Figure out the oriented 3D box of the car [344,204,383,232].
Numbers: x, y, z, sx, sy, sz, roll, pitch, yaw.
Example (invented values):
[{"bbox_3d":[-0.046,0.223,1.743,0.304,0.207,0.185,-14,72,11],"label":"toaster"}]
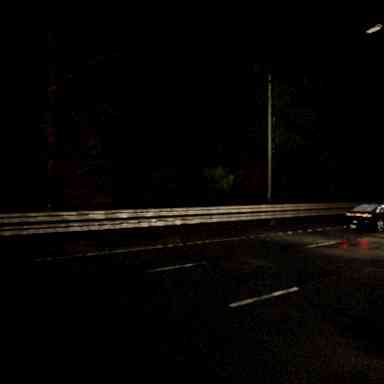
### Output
[{"bbox_3d":[11.277,1.508,20.341,4.902,1.511,2.128,0,0,-35],"label":"car"}]
